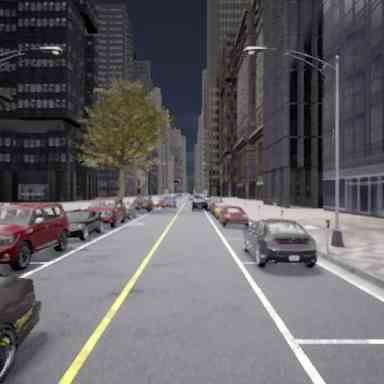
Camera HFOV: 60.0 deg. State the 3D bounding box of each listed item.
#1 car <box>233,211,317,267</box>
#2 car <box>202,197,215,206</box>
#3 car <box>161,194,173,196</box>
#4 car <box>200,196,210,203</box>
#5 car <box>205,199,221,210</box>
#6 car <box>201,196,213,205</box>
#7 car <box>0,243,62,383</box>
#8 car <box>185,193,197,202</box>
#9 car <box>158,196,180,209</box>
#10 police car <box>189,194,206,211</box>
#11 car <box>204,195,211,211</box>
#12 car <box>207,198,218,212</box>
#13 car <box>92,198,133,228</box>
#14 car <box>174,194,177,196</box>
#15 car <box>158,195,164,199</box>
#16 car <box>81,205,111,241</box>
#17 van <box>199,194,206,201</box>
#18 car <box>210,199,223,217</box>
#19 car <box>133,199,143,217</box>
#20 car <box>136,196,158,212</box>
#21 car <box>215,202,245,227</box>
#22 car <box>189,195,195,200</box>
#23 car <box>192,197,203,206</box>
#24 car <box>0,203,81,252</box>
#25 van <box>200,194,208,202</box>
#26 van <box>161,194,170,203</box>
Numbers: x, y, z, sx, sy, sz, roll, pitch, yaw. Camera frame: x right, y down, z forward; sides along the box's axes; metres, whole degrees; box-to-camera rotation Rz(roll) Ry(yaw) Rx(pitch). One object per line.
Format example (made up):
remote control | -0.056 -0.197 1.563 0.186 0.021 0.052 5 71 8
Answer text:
car | 2.764 1.558 11.175 2.008 1.369 4.403 0 0 0
car | 2.774 1.602 56.596 2.008 1.369 4.403 0 0 0
car | -5.748 1.381 67.945 2.192 1.841 5.009 0 0 0
car | 2.778 1.624 73.629 2.008 1.369 4.403 0 0 0
car | 2.772 1.604 45.241 1.947 1.339 4.313 0 0 0
car | 2.776 1.499 62.273 1.967 1.590 4.097 0 0 0
car | -3.099 1.549 2.539 2.033 1.411 5.357 0 0 0
car | 0.017 1.430 74.949 2.033 1.411 5.357 0 0 0
car | -3.075 1.602 45.184 1.994 1.385 4.181 0 0 0
police car | 0.909 1.458 40.729 1.930 1.638 5.238 0 0 0
car | 2.770 1.472 39.564 1.967 1.590 4.097 0 0 0
car | 2.769 1.608 33.886 1.802 1.307 4.206 0 0 0
car | -5.758 1.331 22.525 2.192 1.841 5.009 0 0 0
car | -5.743 1.681 90.654 1.802 1.307 4.206 0 0 0
car | -5.752 1.570 50.742 1.752 1.417 4.829 0 0 0
car | -5.759 1.577 16.848 1.947 1.339 4.313 0 0 0
van | 2.782 1.440 90.662 1.690 1.788 3.998 0 0 0
car | 2.768 1.546 28.378 1.752 1.417 4.829 0 0 0
car | -5.757 1.571 28.202 2.008 1.369 4.403 0 0 0
car | -5.755 1.347 39.557 2.192 1.841 5.009 0 0 0
car | 2.767 1.598 22.530 1.802 1.307 4.206 0 0 0
car | 0.022 1.517 94.520 1.837 1.490 4.892 0 0 0
car | 0.849 1.558 56.620 1.837 1.490 4.892 0 0 0
car | -5.761 1.323 11.171 2.192 1.841 5.009 0 0 0
van | 2.779 1.423 79.307 1.690 1.788 3.998 0 0 0
van | -5.747 1.415 73.622 1.690 1.788 3.998 0 0 0
